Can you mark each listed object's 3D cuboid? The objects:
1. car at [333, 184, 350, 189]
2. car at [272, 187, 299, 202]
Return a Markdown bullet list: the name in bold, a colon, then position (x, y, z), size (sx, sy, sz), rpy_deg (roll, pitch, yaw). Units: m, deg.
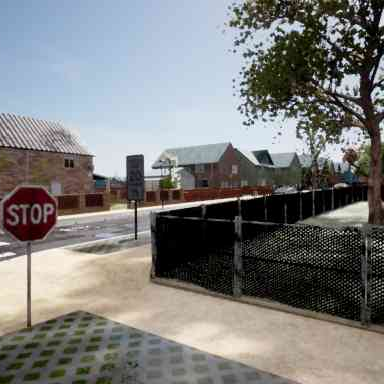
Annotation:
- **car**: position (23.104, -0.551, 51.195), size (1.882, 1.535, 5.008), rpy_deg (-1, 2, 36)
- **car**: position (9.318, 0.276, 32.228), size (2.128, 1.511, 4.902), rpy_deg (-1, 2, 36)
